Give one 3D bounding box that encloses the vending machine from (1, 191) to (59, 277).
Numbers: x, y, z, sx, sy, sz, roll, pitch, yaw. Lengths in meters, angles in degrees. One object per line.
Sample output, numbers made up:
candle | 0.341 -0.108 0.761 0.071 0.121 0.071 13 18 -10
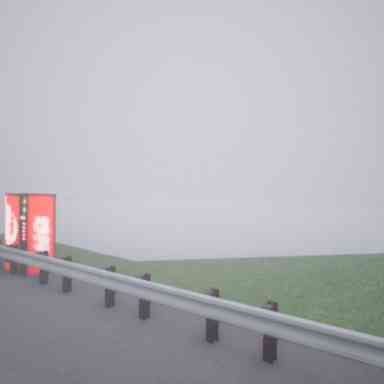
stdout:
vending machine | -4.284 1.027 8.829 0.880 2.100 1.100 1 1 36
